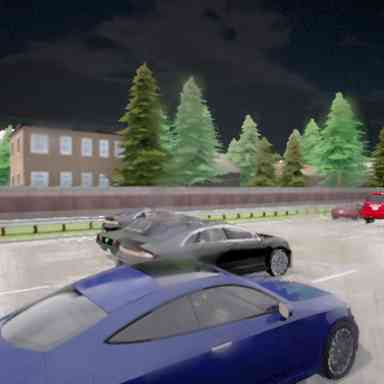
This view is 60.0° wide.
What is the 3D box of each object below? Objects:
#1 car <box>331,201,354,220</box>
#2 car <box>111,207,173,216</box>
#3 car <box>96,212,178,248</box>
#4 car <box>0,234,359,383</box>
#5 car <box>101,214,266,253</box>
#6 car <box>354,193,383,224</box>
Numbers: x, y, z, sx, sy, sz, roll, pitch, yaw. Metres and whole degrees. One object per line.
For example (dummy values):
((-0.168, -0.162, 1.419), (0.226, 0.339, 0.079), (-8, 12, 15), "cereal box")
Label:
((12.627, 1.410, 25.654), (4.181, 1.385, 1.994), (0, 0, -36), "car")
((-1.702, 1.445, 15.432), (4.902, 1.511, 2.128), (0, 0, -36), "car")
((-0.800, 1.563, 11.775), (4.718, 1.301, 1.895), (0, 0, -36), "car")
((-0.019, 1.513, 3.749), (4.674, 1.442, 1.812), (0, 0, -36), "car")
((0.526, 1.459, 8.422), (4.902, 1.511, 2.128), (0, 0, -35), "car")
((13.386, 1.078, 21.896), (5.566, 2.045, 2.150), (0, 0, -36), "car")
